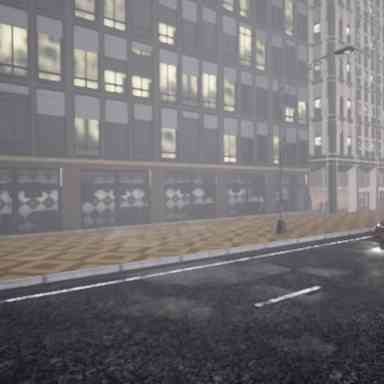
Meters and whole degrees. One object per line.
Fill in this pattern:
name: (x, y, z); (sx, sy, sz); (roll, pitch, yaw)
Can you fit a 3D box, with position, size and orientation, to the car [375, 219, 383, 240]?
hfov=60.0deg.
car: (10.126, 1.368, 15.032); (4.674, 1.442, 1.812); (-1, 0, -36)
